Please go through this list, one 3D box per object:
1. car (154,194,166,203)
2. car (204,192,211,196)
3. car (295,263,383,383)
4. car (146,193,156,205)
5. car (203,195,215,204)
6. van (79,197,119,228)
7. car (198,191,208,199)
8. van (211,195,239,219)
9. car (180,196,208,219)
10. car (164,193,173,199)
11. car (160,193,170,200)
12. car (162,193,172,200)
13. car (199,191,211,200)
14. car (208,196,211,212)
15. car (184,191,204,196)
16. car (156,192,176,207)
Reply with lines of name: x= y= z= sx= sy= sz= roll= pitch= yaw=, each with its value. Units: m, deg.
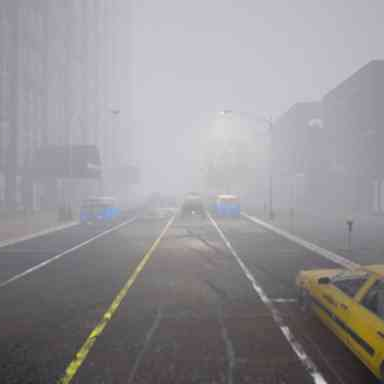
car: x=-5.699 y=1.071 z=59.361 sx=1.752 sy=1.417 sz=4.829 roll=1 pitch=0 yaw=0
car: x=2.689 y=1.163 z=37.351 sx=1.967 sy=1.590 sz=4.097 roll=1 pitch=0 yaw=0
car: x=2.699 y=1.495 z=4.244 sx=1.752 sy=1.417 sz=4.829 roll=1 pitch=0 yaw=0
car: x=-5.697 y=1.217 z=48.440 sx=1.802 sy=1.307 sz=4.206 roll=1 pitch=0 yaw=0
car: x=2.682 y=1.171 z=53.990 sx=1.802 sy=1.307 sz=4.206 roll=1 pitch=0 yaw=0
van: x=-5.684 y=1.192 z=20.708 sx=1.690 sy=1.788 sz=3.998 roll=1 pitch=0 yaw=0
car: x=2.677 y=0.668 z=81.718 sx=2.192 sy=1.841 sz=5.009 roll=1 pitch=1 yaw=0
van: x=2.694 y=1.150 z=26.258 sx=1.690 sy=1.788 sz=3.998 roll=1 pitch=0 yaw=0
car: x=0.091 y=1.303 z=27.242 sx=1.837 sy=1.490 sz=4.892 roll=0 pitch=0 yaw=0
car: x=-5.707 y=0.881 z=81.545 sx=1.752 sy=1.417 sz=4.829 roll=1 pitch=0 yaw=0
car: x=-5.703 y=0.977 z=70.452 sx=1.752 sy=1.417 sz=4.829 roll=1 pitch=0 yaw=0
car: x=-5.706 y=0.968 z=76.170 sx=1.947 sy=1.339 sz=4.313 roll=1 pitch=0 yaw=0
car: x=2.680 y=0.764 z=70.626 sx=2.192 sy=1.841 sz=5.009 roll=1 pitch=0 yaw=0
car: x=2.689 y=1.332 z=31.806 sx=1.947 sy=1.339 sz=4.313 roll=1 pitch=0 yaw=0
car: x=0.084 y=0.891 z=44.318 sx=2.150 sy=2.045 sz=5.566 roll=0 pitch=1 yaw=0
car: x=-3.088 y=1.165 z=43.731 sx=2.128 sy=1.511 sz=4.902 roll=0 pitch=0 yaw=0
